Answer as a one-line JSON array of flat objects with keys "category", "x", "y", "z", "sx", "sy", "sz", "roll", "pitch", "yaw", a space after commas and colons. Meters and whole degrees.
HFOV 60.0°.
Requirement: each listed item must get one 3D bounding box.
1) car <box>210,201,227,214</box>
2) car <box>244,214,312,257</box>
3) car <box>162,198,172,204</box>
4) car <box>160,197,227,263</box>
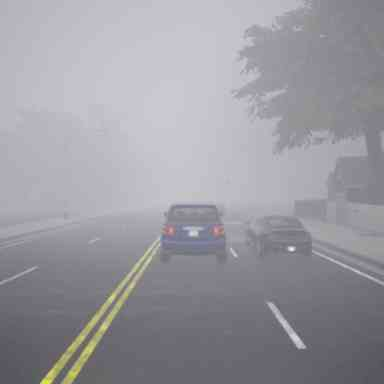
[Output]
[{"category": "car", "x": 3.253, "y": 1.953, "z": 42.208, "sx": 1.812, "sy": 1.442, "sz": 4.674, "roll": 0, "pitch": 0, "yaw": 0}, {"category": "car", "x": 3.320, "y": 1.646, "z": 13.480, "sx": 1.837, "sy": 1.490, "sz": 4.892, "roll": 0, "pitch": 0, "yaw": 0}, {"category": "car", "x": -6.499, "y": 2.249, "z": 86.606, "sx": 2.033, "sy": 1.411, "sz": 5.357, "roll": 0, "pitch": 0, "yaw": 0}, {"category": "car", "x": 0.064, "y": 1.355, "z": 12.710, "sx": 2.150, "sy": 2.045, "sz": 5.566, "roll": 0, "pitch": 0, "yaw": 0}]
